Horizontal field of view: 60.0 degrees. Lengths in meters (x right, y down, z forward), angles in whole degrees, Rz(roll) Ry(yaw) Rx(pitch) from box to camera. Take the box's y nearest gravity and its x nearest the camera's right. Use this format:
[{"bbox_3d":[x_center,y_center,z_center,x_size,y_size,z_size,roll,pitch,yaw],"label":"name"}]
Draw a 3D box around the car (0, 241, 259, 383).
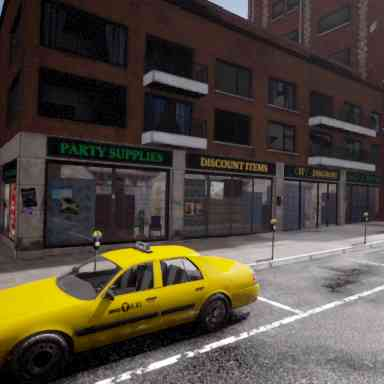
[{"bbox_3d":[-1.037,1.527,5.333,4.829,1.417,1.752,0,2,-35],"label":"car"}]
